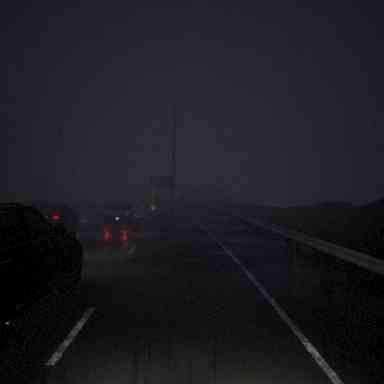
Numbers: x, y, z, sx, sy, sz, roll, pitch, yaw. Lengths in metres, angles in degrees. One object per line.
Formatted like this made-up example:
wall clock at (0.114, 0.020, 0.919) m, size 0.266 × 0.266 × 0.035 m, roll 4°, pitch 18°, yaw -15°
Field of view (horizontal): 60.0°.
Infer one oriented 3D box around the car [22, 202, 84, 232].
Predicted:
car at (-8.182, 1.392, 20.210) m, size 2.033 × 1.411 × 5.357 m, roll 0°, pitch 0°, yaw -7°

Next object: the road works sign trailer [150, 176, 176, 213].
road works sign trailer at (-2.924, 0.199, 32.760) m, size 2.380 × 3.560 × 2.880 m, roll 0°, pitch 0°, yaw -12°

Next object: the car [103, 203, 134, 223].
car at (-5.108, 1.412, 23.696) m, size 1.895 × 1.301 × 4.718 m, roll 0°, pitch 0°, yaw -7°

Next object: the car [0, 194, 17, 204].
car at (-30.437, 1.091, 55.079) m, size 1.837 × 1.490 × 4.892 m, roll 0°, pitch 1°, yaw -18°

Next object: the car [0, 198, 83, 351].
car at (-3.586, 1.180, 5.527) m, size 2.150 × 2.045 × 5.566 m, roll 0°, pitch 0°, yaw -2°

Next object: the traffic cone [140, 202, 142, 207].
traffic cone at (-5.777, 1.640, 39.334) m, size 0.340 × 0.580 × 0.340 m, roll 0°, pitch 0°, yaw -12°

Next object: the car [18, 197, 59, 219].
car at (-12.862, 1.262, 28.210) m, size 1.882 × 1.535 × 5.008 m, roll 0°, pitch 0°, yaw -9°
